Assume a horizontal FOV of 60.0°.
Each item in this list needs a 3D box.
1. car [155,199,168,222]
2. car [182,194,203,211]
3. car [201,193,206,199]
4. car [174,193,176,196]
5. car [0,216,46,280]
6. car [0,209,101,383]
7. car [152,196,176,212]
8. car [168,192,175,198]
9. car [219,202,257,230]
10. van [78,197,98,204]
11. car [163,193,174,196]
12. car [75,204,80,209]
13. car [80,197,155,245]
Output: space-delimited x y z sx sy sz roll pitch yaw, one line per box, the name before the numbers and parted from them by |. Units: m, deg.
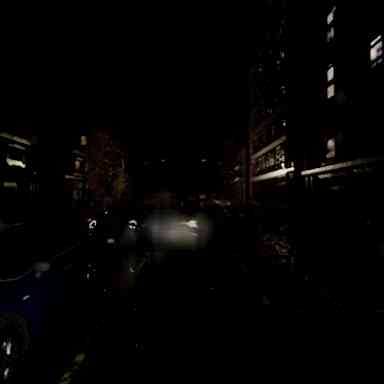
car | -3.102 1.453 25.028 1.895 1.301 4.718 0 0 0
car | -0.034 1.263 36.470 1.882 1.535 5.008 0 1 0
car | 2.623 1.046 82.849 1.752 1.417 4.829 1 0 0
car | -5.763 1.056 88.297 1.947 1.339 4.313 1 0 0
car | -5.761 1.493 8.688 1.887 1.381 4.507 1 0 0
car | -3.066 1.322 5.034 2.097 1.767 4.553 0 0 -1
car | -3.078 1.387 36.296 1.895 1.301 4.718 0 0 0
car | -5.766 0.899 93.982 1.967 1.590 4.097 1 0 0
car | 2.686 1.321 20.126 1.967 1.590 4.097 1 0 0
van | -5.692 1.223 20.056 1.690 1.788 3.998 1 0 0
car | -5.749 0.994 76.922 1.967 1.590 4.097 1 0 0
car | -5.691 1.460 14.370 1.887 1.381 4.507 1 0 0
car | -3.102 1.264 14.932 2.097 1.767 4.553 0 0 0
